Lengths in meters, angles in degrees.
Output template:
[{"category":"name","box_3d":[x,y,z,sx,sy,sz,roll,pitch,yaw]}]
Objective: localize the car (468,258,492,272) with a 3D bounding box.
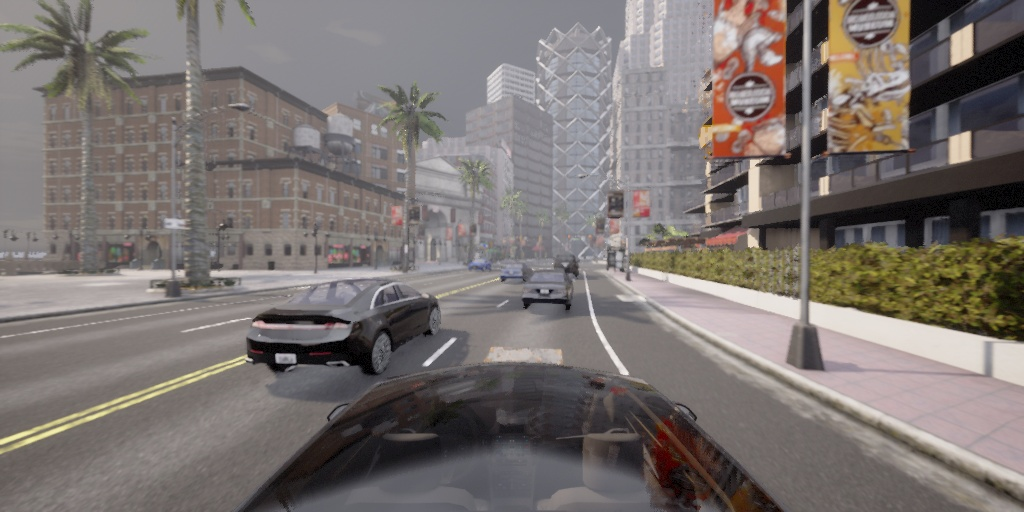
[{"category":"car","box_3d":[-3.807,1.049,43.304,1.882,1.535,5.008,0,0,11]}]

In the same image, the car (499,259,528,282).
[{"category":"car","box_3d":[0.405,1.203,27.514,2.033,1.411,5.357,0,0,11]}]

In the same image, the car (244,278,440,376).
[{"category":"car","box_3d":[-2.918,1.202,7.391,2.128,1.511,4.902,0,0,5]}]

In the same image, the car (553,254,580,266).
[{"category":"car","box_3d":[4.955,0.885,32.664,2.150,2.045,5.566,0,0,11]}]

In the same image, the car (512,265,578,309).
[{"category":"car","box_3d":[1.570,1.257,14.794,2.033,1.411,5.357,0,0,11]}]

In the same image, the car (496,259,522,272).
[{"category":"car","box_3d":[-0.289,1.091,43.049,2.128,1.511,4.902,0,0,11]}]
